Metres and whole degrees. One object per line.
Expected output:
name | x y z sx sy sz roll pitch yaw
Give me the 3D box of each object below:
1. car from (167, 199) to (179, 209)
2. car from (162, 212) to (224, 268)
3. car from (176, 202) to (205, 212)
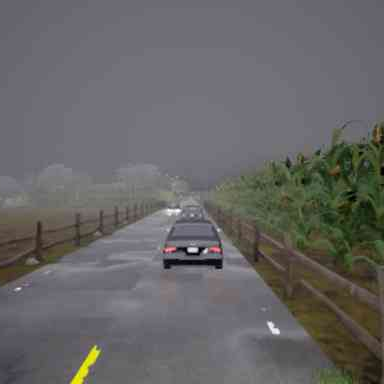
car | -2.837 1.913 52.195 2.128 1.511 4.902 0 0 0
car | 0.044 1.636 11.525 2.033 1.411 5.357 0 0 1
car | 0.043 1.756 26.526 2.033 1.411 5.357 0 0 1
